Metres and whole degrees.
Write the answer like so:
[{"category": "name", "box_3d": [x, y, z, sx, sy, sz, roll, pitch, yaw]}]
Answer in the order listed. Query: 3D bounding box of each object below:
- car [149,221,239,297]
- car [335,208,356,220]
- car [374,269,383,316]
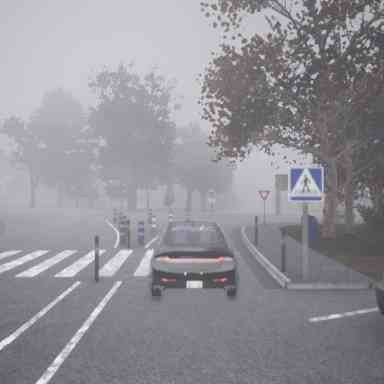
[{"category": "car", "box_3d": [0.026, 1.490, 8.555, 2.128, 1.511, 4.902, 0, 0, 0]}, {"category": "car", "box_3d": [17.916, 2.560, 38.810, 2.033, 1.411, 5.357, 2, -3, 32]}, {"category": "car", "box_3d": [5.304, 1.493, 5.454, 4.892, 1.521, 2.231, 1, 0, -21]}]
